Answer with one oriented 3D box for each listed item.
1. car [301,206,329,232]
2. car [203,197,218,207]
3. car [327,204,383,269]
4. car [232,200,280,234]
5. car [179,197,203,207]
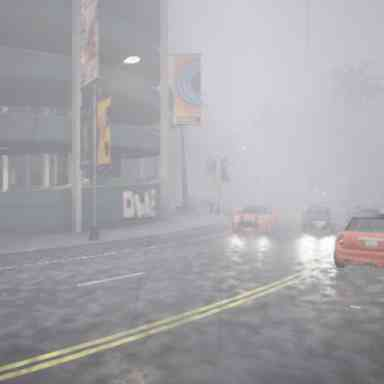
[{"bbox_3d":[8.112,1.693,21.236,2.128,1.511,4.902,0,-1,21],"label":"car"},{"bbox_3d":[3.416,2.002,65.265,2.150,2.045,5.566,0,-1,-18],"label":"car"},{"bbox_3d":[6.236,1.449,10.785,2.097,1.767,4.553,-1,-1,38],"label":"car"},{"bbox_3d":[4.063,1.562,20.724,2.097,1.767,4.553,-1,-1,24],"label":"car"},{"bbox_3d":[-0.220,2.023,65.107,2.150,2.045,5.566,0,-1,-18],"label":"car"}]
